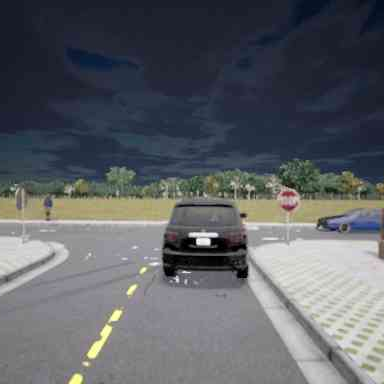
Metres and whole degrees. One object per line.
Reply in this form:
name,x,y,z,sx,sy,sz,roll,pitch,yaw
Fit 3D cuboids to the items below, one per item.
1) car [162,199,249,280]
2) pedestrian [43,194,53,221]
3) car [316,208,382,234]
car,0.520,1.211,10.163,2.150,2.045,5.566,0,0,6
pedestrian,-9.710,1.042,22.446,0.375,1.860,0.375,0,-1,0
car,10.277,1.681,19.670,5.357,1.411,2.033,1,0,0
